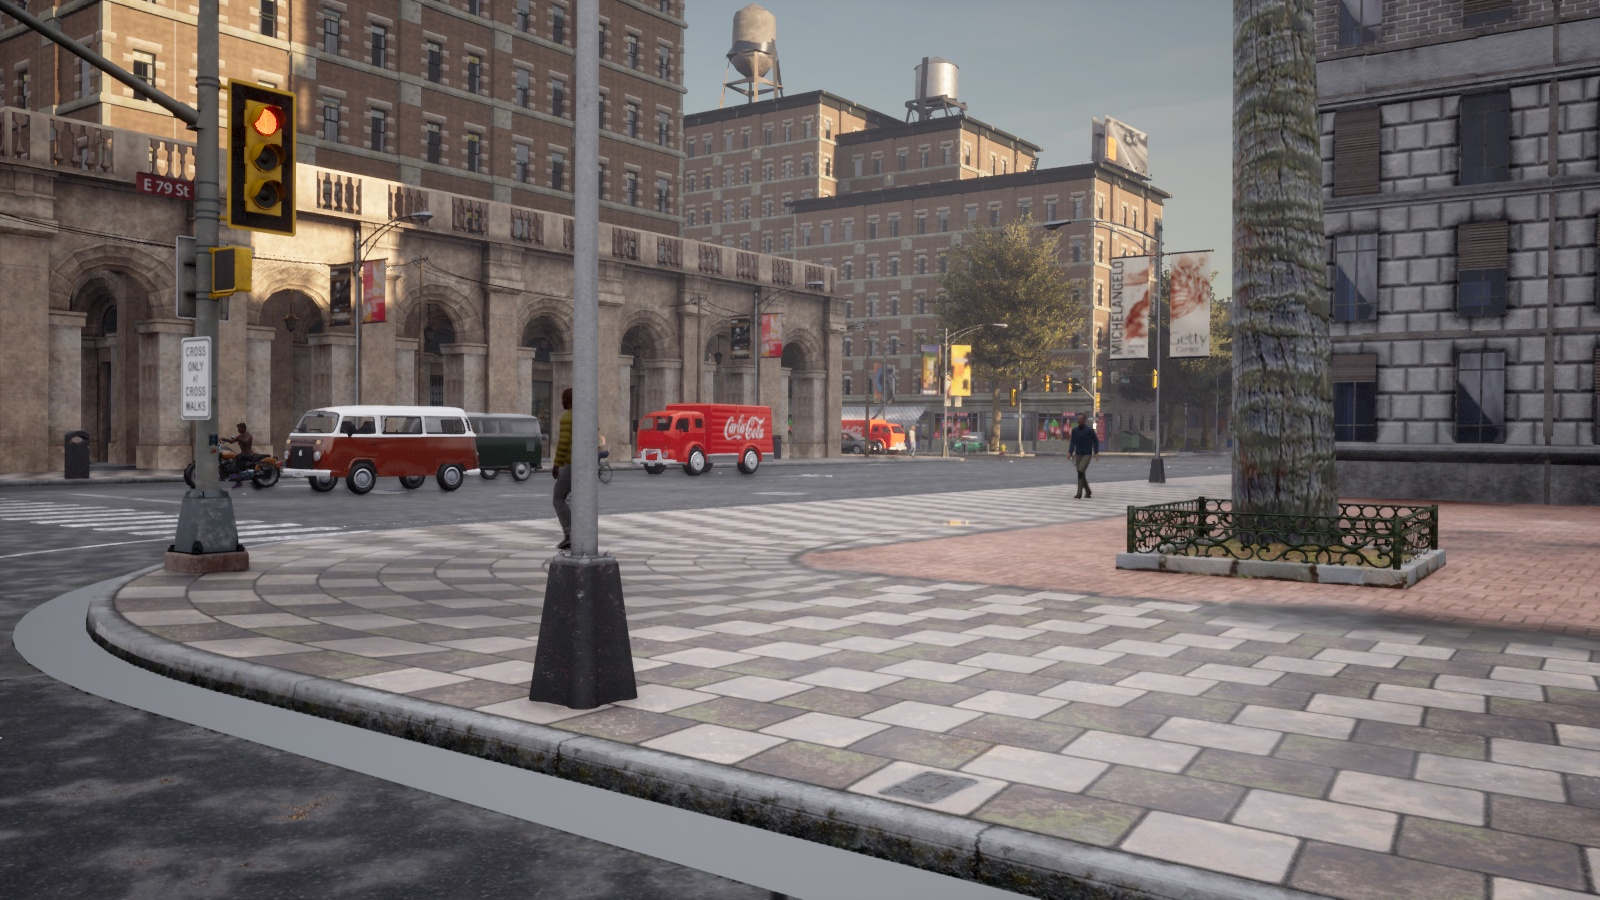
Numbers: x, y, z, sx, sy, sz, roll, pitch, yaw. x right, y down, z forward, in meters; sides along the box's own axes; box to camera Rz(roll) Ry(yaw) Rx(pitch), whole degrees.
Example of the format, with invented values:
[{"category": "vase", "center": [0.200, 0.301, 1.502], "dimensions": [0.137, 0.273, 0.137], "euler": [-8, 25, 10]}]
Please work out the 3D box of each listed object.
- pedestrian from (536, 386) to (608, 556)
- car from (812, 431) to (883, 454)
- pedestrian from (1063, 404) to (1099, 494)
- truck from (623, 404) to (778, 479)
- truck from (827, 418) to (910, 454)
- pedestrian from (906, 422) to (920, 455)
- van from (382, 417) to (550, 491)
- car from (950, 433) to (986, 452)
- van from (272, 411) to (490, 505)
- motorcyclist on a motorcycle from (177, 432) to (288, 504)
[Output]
[{"category": "pedestrian", "center": [-2.518, 0.222, 13.863], "dimensions": [0.726, 1.835, 0.370], "euler": [0, 1, 36]}, {"category": "car", "center": [3.231, -0.518, 85.469], "dimensions": [4.514, 1.525, 2.007], "euler": [0, 1, 37]}, {"category": "pedestrian", "center": [5.818, -0.020, 26.009], "dimensions": [0.402, 1.842, 0.726], "euler": [0, 1, 42]}, {"category": "truck", "center": [-3.416, -0.326, 44.056], "dimensions": [2.627, 2.467, 5.204], "euler": [0, 1, 37]}, {"category": "truck", "center": [4.817, -1.009, 88.613], "dimensions": [5.204, 2.467, 2.627], "euler": [0, 1, 36]}, {"category": "pedestrian", "center": [6.347, -0.635, 70.728], "dimensions": [0.706, 1.836, 0.354], "euler": [0, 1, 37]}, {"category": "van", "center": [-9.462, 0.080, 35.893], "dimensions": [1.775, 1.987, 4.442], "euler": [0, 1, 38]}, {"category": "car", "center": [12.404, -0.595, 92.922], "dimensions": [2.207, 1.376, 1.481], "euler": [0, 1, 37]}, {"category": "van", "center": [-9.788, 0.138, 29.663], "dimensions": [2.069, 2.038, 4.480], "euler": [0, 1, 37]}, {"category": "motorcyclist on a motorcycle", "center": [-13.624, 0.392, 30.220], "dimensions": [0.766, 1.649, 2.350], "euler": [0, 1, 37]}]
